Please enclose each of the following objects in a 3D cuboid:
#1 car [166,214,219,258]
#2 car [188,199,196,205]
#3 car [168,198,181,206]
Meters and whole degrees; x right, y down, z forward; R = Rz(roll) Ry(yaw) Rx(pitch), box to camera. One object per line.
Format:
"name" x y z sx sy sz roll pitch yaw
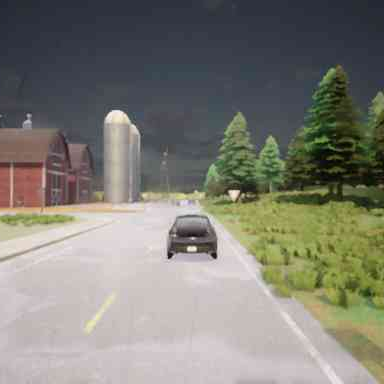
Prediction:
"car" 0.018 1.654 13.488 1.837 1.490 4.892 0 0 0
"car" -0.017 2.221 76.989 2.033 1.411 5.357 0 -1 0
"car" -3.516 2.288 70.575 1.812 1.442 4.674 0 -1 0
